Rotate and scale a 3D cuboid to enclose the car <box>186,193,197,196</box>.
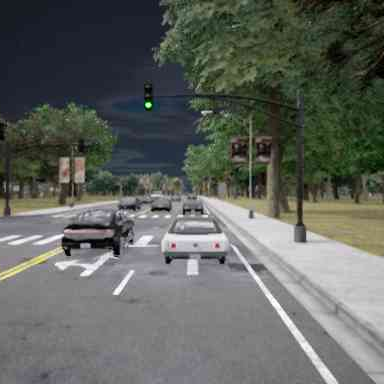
[{"bbox_3d":[-0.015,1.006,65.948,2.097,1.767,4.553,0,0,0],"label":"car"}]

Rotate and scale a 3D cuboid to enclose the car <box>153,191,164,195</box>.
[{"bbox_3d":[-6.535,0.870,63.048,2.150,2.045,5.566,0,1,0],"label":"car"}]

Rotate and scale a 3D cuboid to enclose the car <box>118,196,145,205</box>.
[{"bbox_3d":[-6.601,1.228,35.388,1.882,1.535,5.008,0,0,0],"label":"car"}]

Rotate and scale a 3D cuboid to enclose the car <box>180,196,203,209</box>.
[{"bbox_3d":[0.093,1.367,31.671,1.895,1.301,4.718,0,0,0],"label":"car"}]

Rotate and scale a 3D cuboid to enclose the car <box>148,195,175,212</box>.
[{"bbox_3d":[-3.158,1.315,35.116,1.994,1.385,4.181,0,0,0],"label":"car"}]

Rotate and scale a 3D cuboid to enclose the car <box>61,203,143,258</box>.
[{"bbox_3d":[-3.278,1.378,12.366,2.128,1.511,4.902,0,0,-2],"label":"car"}]

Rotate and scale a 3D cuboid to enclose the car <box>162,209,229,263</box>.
[{"bbox_3d":[0.097,1.495,11.454,1.895,1.301,4.718,0,0,0],"label":"car"}]

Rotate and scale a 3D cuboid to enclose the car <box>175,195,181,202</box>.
[{"bbox_3d":[-3.264,1.218,66.074,1.994,1.385,4.181,0,0,0],"label":"car"}]

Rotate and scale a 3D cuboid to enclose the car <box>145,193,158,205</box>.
[{"bbox_3d":[-6.590,1.260,48.150,1.994,1.385,4.181,0,0,0],"label":"car"}]
